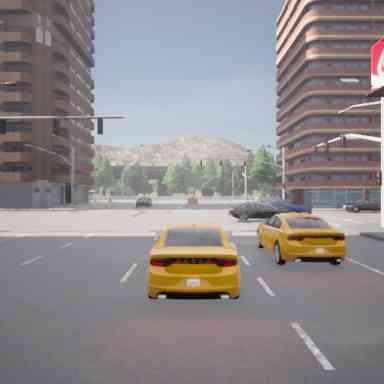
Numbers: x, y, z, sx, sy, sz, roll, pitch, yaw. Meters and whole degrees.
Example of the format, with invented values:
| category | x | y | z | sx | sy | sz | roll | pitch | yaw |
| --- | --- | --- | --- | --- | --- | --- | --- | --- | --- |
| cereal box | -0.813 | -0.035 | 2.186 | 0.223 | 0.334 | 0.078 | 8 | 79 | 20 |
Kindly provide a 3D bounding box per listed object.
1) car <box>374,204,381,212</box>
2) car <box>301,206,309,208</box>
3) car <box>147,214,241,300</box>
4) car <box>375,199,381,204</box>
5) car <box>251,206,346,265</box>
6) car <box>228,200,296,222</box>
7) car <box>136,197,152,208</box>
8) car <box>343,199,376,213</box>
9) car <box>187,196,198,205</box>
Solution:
| category | x | y | z | sx | sy | sz | roll | pitch | yaw |
| --- | --- | --- | --- | --- | --- | --- | --- | --- | --- |
| car | 3.600 | 1.221 | 1.764 | 2.150 | 2.045 | 5.566 | 0 | 0 | 0 |
| car | 7.865 | 1.475 | 28.864 | 5.008 | 1.535 | 1.882 | 0 | 0 | 0 |
| car | 0.048 | 1.477 | 8.468 | 1.882 | 1.535 | 5.008 | 0 | 0 | 0 |
| car | 20.894 | 1.561 | 32.640 | 4.181 | 1.385 | 1.994 | 0 | 0 | 0 |
| car | 3.565 | 1.477 | 11.707 | 1.882 | 1.535 | 5.008 | 0 | 0 | 0 |
| car | 5.197 | 1.489 | 25.349 | 4.902 | 1.511 | 2.128 | 0 | 0 | 0 |
| car | -7.088 | 1.474 | 49.325 | 1.882 | 1.535 | 5.008 | 0 | 0 | 0 |
| car | 18.966 | 1.489 | 36.128 | 4.902 | 1.511 | 2.128 | 0 | 0 | 0 |
| car | 0.078 | 1.473 | 59.178 | 1.882 | 1.535 | 5.008 | 0 | 0 | 0 |
